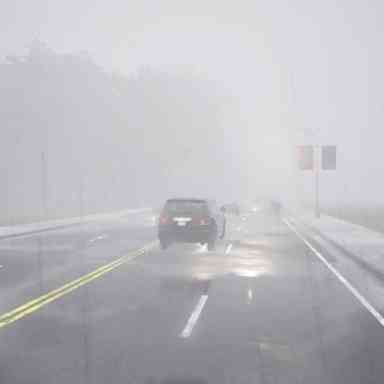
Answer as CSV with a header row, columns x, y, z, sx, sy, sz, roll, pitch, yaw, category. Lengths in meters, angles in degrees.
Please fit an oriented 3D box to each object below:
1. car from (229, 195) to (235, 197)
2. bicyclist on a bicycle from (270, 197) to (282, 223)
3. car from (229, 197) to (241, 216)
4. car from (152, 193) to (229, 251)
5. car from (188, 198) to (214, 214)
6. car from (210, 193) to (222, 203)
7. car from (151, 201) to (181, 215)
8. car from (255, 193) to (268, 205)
x,y,z,sx,sy,sz,roll,pitch,yaw,category
9.219,1.496,77.481,2.033,1.411,5.357,0,0,11,car
6.185,1.376,24.030,0.659,1.776,1.843,0,0,11,bicyclist on a bicycle
3.790,1.499,32.760,2.128,1.511,4.902,0,0,11,car
0.172,1.224,14.470,2.150,2.045,5.566,0,0,11,car
1.135,1.501,37.119,2.128,1.511,4.902,0,0,11,car
5.459,1.274,75.224,2.150,2.045,5.566,0,0,11,car
-2.644,1.608,34.767,1.895,1.301,4.718,0,0,11,car
12.917,1.259,62.108,2.150,2.045,5.566,0,0,10,car
